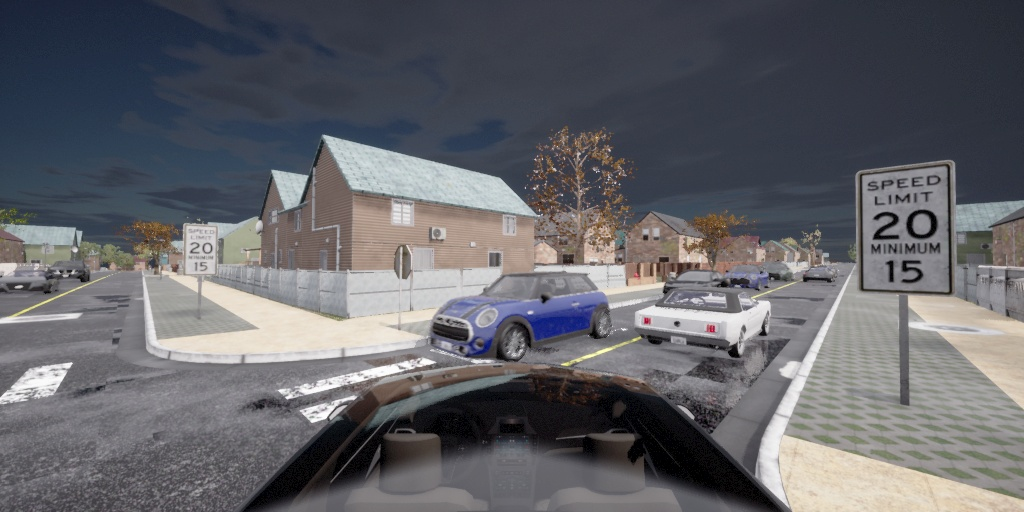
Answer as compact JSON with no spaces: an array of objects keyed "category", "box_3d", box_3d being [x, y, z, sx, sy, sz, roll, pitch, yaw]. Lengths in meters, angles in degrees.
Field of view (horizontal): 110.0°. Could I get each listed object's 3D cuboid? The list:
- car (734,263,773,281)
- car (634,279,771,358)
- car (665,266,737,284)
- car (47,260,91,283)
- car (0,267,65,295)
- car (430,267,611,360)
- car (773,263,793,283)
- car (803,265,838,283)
[{"category":"car","box_3d":[15.680,1.344,24.064,2.097,1.767,4.553,-1,-1,44]},{"category":"car","box_3d":[4.867,1.414,8.748,1.895,1.301,4.718,-1,-1,44]},{"category":"car","box_3d":[8.813,1.386,16.949,1.882,1.535,5.008,-1,-1,44]},{"category":"car","box_3d":[-40.044,1.382,32.491,5.566,2.045,2.150,-1,-2,44]},{"category":"car","box_3d":[-28.076,1.524,20.792,4.181,1.385,1.994,-1,-2,45]},{"category":"car","box_3d":[0.368,1.162,8.480,4.553,1.767,2.097,1,-1,-43]},{"category":"car","box_3d":[24.111,1.443,32.742,2.097,1.767,4.553,-1,-1,45]},{"category":"car","box_3d":[27.697,1.652,32.354,4.181,1.385,1.994,1,-1,-45]}]
